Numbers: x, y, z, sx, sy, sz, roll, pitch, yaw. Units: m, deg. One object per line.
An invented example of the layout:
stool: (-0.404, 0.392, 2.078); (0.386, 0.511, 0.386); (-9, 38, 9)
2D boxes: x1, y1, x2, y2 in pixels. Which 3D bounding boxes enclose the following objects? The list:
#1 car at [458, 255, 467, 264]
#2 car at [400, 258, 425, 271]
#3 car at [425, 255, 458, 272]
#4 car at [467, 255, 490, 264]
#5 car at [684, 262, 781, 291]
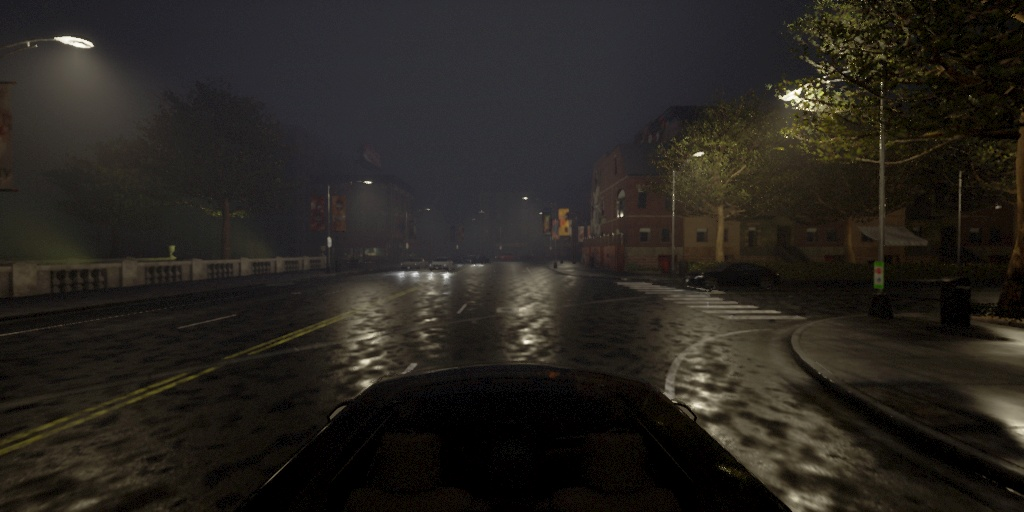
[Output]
car: (-8.030, 0.559, 57.199); (2.033, 1.411, 5.357); (0, 1, 17)
car: (-10.513, 0.858, 38.722); (1.895, 1.301, 4.718); (0, 1, 1)
car: (-7.036, 0.818, 36.127); (1.812, 1.442, 4.674); (0, 1, 1)
car: (-4.826, 0.600, 55.433); (1.994, 1.385, 4.181); (0, 1, 17)
car: (11.724, 1.043, 19.191); (4.674, 1.442, 1.812); (0, 1, 1)
